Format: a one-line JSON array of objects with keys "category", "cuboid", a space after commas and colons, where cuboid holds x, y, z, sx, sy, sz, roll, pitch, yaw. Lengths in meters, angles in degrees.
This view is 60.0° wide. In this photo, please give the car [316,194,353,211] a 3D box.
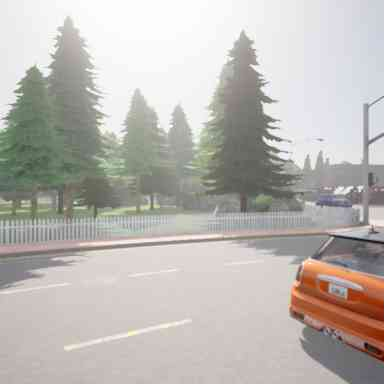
[{"category": "car", "cuboid": [18.010, 1.262, 42.361, 2.150, 2.045, 5.566, 0, 0, -8]}]

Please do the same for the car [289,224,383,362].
[{"category": "car", "cuboid": [3.876, 1.349, 5.417, 4.553, 1.767, 2.097, 0, 0, -26]}]
